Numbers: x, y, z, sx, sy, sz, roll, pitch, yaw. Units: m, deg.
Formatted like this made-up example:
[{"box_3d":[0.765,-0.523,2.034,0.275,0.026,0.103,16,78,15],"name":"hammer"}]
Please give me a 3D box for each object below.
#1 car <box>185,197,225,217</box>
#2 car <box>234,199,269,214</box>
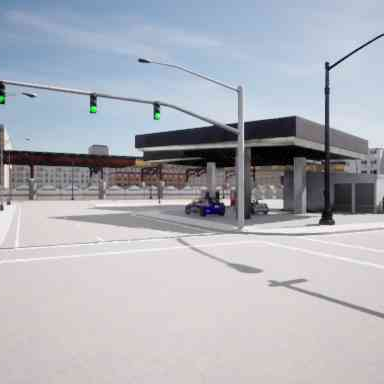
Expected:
[{"box_3d":[1.117,1.294,30.222,2.242,1.667,4.611,0,0,-27],"name":"car"},{"box_3d":[5.882,1.455,33.520,1.970,1.475,3.806,0,0,-27],"name":"car"}]
